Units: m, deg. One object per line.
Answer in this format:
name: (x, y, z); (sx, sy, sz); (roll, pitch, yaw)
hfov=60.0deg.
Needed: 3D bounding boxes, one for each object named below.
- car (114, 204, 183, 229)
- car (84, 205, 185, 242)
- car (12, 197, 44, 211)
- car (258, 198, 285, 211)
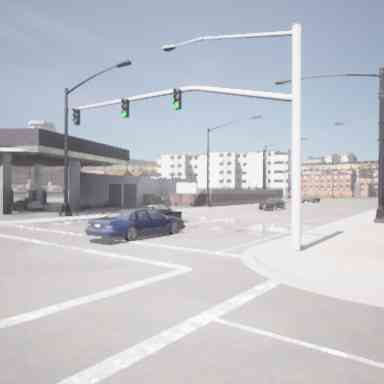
car: (-2.760, 1.537, 22.156); (1.895, 1.301, 4.718); (0, 0, 35)
car: (-2.579, 1.499, 16.283); (2.033, 1.411, 5.357); (0, 0, 36)
car: (-18.069, 1.306, 36.600); (3.806, 1.475, 1.970); (0, 0, 37)
car: (9.481, 1.436, 39.224); (1.837, 1.490, 4.892); (0, 0, 36)
